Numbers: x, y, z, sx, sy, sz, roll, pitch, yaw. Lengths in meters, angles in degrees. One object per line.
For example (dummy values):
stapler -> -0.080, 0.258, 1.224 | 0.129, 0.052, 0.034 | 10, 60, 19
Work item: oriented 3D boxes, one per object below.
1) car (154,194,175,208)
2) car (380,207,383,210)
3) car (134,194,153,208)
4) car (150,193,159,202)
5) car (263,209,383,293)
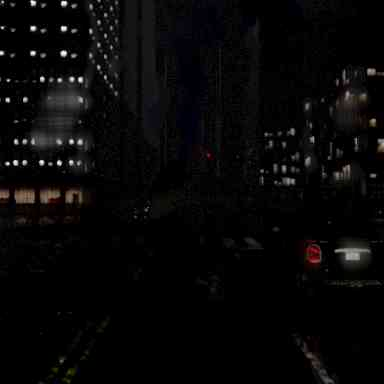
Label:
car -> -3.942, 1.484, 48.483 | 1.882, 1.535, 5.008 | 0, 1, -1
car -> 19.490, 1.604, 30.039 | 4.902, 1.511, 2.128 | 0, -1, 2
car -> -7.190, 1.509, 48.434 | 1.837, 1.490, 4.892 | 0, 0, -1
car -> -7.403, 1.217, 64.622 | 2.150, 2.045, 5.566 | 0, 1, -1
car -> 3.349, 1.357, 9.050 | 2.097, 1.767, 4.553 | 0, 0, 0
